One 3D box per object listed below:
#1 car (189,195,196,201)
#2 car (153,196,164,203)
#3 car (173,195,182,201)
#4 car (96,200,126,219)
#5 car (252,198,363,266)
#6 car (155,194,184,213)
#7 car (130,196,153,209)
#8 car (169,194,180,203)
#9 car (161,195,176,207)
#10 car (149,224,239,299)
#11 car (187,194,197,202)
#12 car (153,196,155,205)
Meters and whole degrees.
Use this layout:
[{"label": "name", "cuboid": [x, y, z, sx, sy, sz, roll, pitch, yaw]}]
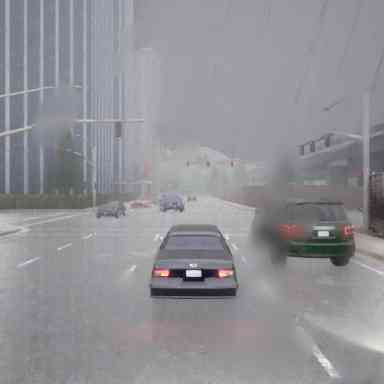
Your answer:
[{"label": "car", "cuboid": [0.024, 1.500, 88.893, 1.837, 1.490, 4.892, 0, 0, 0]}, {"label": "car", "cuboid": [-6.982, 1.525, 69.178, 1.812, 1.442, 4.674, 0, 0, 0]}, {"label": "car", "cuboid": [-3.478, 1.445, 81.171, 1.882, 1.535, 5.008, 0, 0, 0]}, {"label": "car", "cuboid": [-7.093, 1.535, 29.511, 1.837, 1.490, 4.892, 0, 0, 0]}, {"label": "car", "cuboid": [3.574, 1.221, 11.663, 2.150, 2.045, 5.566, 0, 0, 1]}, {"label": "car", "cuboid": [-2.491, 1.254, 38.252, 2.150, 2.045, 5.566, 0, 0, -14]}, {"label": "car", "cuboid": [-7.086, 1.352, 45.668, 2.097, 1.767, 4.553, 0, 0, 0]}, {"label": "car", "cuboid": [-3.508, 1.351, 67.246, 2.097, 1.767, 4.553, 0, 0, 1]}, {"label": "car", "cuboid": [-3.579, 1.352, 51.321, 2.097, 1.767, 4.553, 0, 0, 0]}, {"label": "car", "cuboid": [0.057, 1.547, 8.630, 2.033, 1.411, 5.357, 0, 0, 1]}, {"label": "car", "cuboid": [0.021, 1.355, 78.648, 2.097, 1.767, 4.553, 0, 0, 0]}, {"label": "car", "cuboid": [-7.063, 1.492, 58.254, 2.128, 1.511, 4.902, 0, 0, 0]}]
